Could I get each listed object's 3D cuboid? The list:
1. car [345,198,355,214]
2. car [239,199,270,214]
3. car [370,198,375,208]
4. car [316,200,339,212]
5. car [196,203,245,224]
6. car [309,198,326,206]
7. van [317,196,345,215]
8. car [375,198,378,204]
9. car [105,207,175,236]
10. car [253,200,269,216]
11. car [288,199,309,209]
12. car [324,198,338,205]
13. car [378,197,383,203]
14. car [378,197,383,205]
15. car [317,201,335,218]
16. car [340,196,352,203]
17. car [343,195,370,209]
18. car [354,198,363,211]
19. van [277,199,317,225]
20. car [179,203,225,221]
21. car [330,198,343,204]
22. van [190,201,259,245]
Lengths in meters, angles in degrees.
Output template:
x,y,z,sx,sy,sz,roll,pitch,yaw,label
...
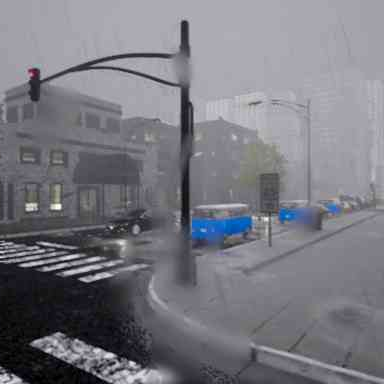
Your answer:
x,y,z,sx,sy,sz,roll,pitch,yaw,label
17.563,1.760,39.177,1.752,1.417,4.829,-1,-1,35,car
7.444,1.704,39.357,1.967,1.590,4.097,-1,-1,35,car
26.992,1.601,52.591,2.192,1.841,5.009,-1,-1,35,car
18.161,1.827,44.514,1.994,1.385,4.181,0,0,34,car
2.504,1.723,27.823,1.837,1.490,4.892,0,0,35,car
23.324,1.894,61.940,1.887,1.381,4.507,-1,-1,35,car
14.287,1.560,34.522,1.690,1.788,3.998,-1,-1,35,van
30.267,1.830,57.245,1.752,1.417,4.829,-1,-1,35,car
-2.972,1.700,20.038,1.837,1.490,4.892,0,0,35,car
8.199,1.769,35.897,1.812,1.442,4.674,0,0,35,car
16.972,1.858,52.906,1.887,1.381,4.507,-1,-1,35,car
29.578,1.914,70.834,1.752,1.417,4.829,-1,-1,35,car
46.050,1.973,79.690,1.947,1.339,4.313,-1,-1,35,car
36.521,1.889,66.139,1.887,1.381,4.507,-1,-1,35,car
11.112,1.748,30.003,1.887,1.381,4.507,-1,-1,35,car
39.203,1.893,84.525,1.967,1.590,4.097,-1,-1,35,car
23.816,1.583,48.074,2.192,1.841,5.009,-1,-1,35,car
20.641,1.817,43.554,1.947,1.339,4.313,-1,-1,35,car
7.935,1.530,25.489,1.690,1.788,3.998,-1,0,35,van
0.993,1.760,30.182,1.752,1.417,4.829,-1,0,35,car
32.852,1.976,75.490,1.947,1.339,4.313,-1,-1,35,car
1.583,1.505,16.454,1.690,1.788,3.998,-1,0,35,van
